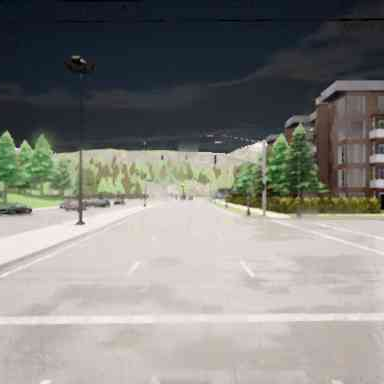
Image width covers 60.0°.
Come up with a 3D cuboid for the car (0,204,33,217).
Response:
[{"bbox_3d":[-19.786,2.000,36.864,1.895,1.301,4.718,0,-1,5],"label":"car"}]

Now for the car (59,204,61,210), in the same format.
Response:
[{"bbox_3d":[-19.826,2.073,53.808,2.128,1.511,4.902,0,-1,1],"label":"car"}]

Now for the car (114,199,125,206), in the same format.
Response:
[{"bbox_3d":[-16.283,2.332,74.898,2.033,1.411,5.357,0,-1,0],"label":"car"}]

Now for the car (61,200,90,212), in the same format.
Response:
[{"bbox_3d":[-16.293,2.031,46.767,1.812,1.442,4.674,0,-1,-1],"label":"car"}]

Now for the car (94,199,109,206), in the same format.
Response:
[{"bbox_3d":[-19.784,2.332,72.977,1.994,1.385,4.181,0,-1,0],"label":"car"}]

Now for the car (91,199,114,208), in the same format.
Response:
[{"bbox_3d":[-16.308,2.134,60.762,1.882,1.535,5.008,0,0,1],"label":"car"}]
